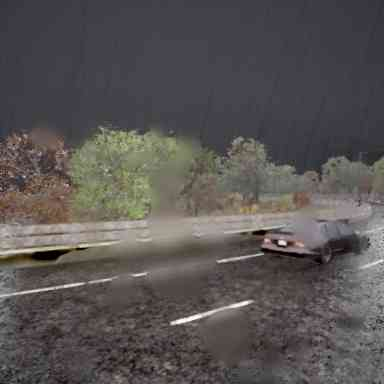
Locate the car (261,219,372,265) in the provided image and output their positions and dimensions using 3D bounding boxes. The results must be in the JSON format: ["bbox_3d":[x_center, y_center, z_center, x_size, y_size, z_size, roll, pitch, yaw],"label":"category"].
[{"bbox_3d":[4.774,1.713,12.377,5.357,1.411,2.033,1,-1,-42],"label":"car"}]
